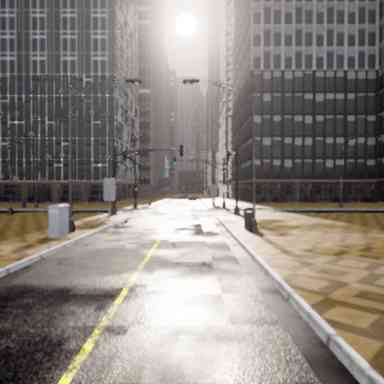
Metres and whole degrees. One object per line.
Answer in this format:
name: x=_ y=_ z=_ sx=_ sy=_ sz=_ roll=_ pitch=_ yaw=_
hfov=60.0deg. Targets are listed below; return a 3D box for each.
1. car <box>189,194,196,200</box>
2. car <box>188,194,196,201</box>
car: x=0.039 y=1.265 z=89.042 sx=1.812 sy=1.442 sz=4.674 roll=0 pitch=0 yaw=0
car: x=0.034 y=1.369 z=79.055 sx=1.895 sy=1.301 sz=4.718 roll=0 pitch=0 yaw=0
